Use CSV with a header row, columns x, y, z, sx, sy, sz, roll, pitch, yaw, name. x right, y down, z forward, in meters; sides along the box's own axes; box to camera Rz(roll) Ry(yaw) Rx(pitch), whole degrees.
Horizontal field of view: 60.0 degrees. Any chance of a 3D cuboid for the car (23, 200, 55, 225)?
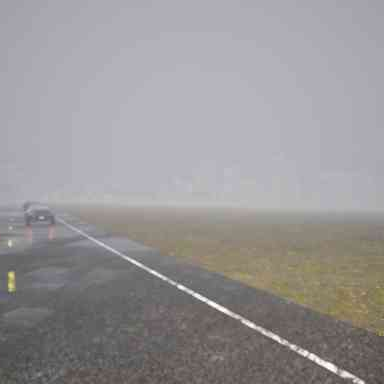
x,y,z,sx,sy,sz,roll,pitch,yaw,name
-11.296,1.576,24.668,1.812,1.442,4.674,0,0,-28,car
